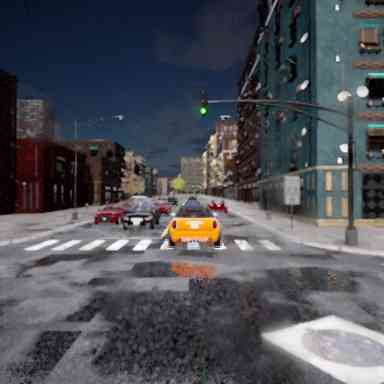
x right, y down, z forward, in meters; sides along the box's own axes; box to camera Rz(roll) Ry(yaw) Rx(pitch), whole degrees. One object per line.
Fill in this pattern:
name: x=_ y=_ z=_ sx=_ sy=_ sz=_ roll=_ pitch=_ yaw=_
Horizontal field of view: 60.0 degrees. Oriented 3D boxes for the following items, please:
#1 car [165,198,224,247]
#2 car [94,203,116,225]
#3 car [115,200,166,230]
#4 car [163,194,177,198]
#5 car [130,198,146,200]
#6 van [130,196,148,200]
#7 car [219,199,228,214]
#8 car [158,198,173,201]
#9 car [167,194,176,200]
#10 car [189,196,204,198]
car: x=0.101 y=1.345 z=15.112 sx=2.097 sy=1.767 sz=4.553 roll=0 pitch=0 yaw=0
car: x=-5.751 y=1.534 z=24.138 sx=1.887 sy=1.381 sz=4.507 roll=1 pitch=0 yaw=0
car: x=-3.092 y=1.482 z=21.059 sx=2.128 sy=1.511 sz=4.902 roll=0 pitch=0 yaw=0
car: x=-3.041 y=1.484 z=51.683 sx=1.837 sy=1.490 sz=4.892 roll=0 pitch=0 yaw=1
car: x=-5.674 y=1.532 z=29.820 sx=1.887 sy=1.381 sz=4.507 roll=1 pitch=0 yaw=0
van: x=-5.670 y=1.326 z=35.508 sx=1.690 sy=1.788 sz=3.998 roll=1 pitch=0 yaw=0
car: x=2.708 y=1.424 z=35.568 sx=1.967 sy=1.590 sz=4.097 roll=1 pitch=0 yaw=0
car: x=-3.087 y=1.586 z=32.916 sx=1.895 sy=1.301 sz=4.718 roll=0 pitch=0 yaw=1
car: x=-5.668 y=1.405 z=92.374 sx=1.967 sy=1.590 sz=4.097 roll=1 pitch=0 yaw=0
car: x=0.102 y=1.530 z=38.842 sx=2.033 sy=1.411 sz=5.357 roll=0 pitch=0 yaw=0
